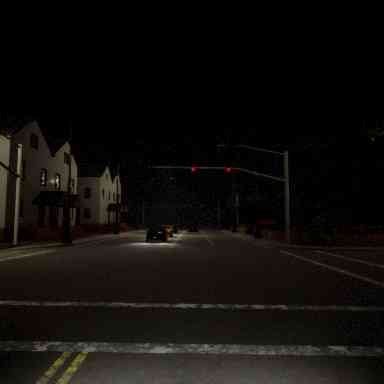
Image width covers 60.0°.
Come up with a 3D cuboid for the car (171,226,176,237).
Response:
[{"bbox_3d":[-3.474,5.120,43.684,1.882,1.535,5.008,0,-5,0],"label":"car"}]

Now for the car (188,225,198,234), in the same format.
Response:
[{"bbox_3d":[0.163,6.476,57.862,2.033,1.411,5.357,0,-5,0],"label":"car"}]

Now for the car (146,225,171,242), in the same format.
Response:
[{"bbox_3d":[-3.502,4.247,33.647,1.837,1.490,4.892,0,-5,0],"label":"car"}]
